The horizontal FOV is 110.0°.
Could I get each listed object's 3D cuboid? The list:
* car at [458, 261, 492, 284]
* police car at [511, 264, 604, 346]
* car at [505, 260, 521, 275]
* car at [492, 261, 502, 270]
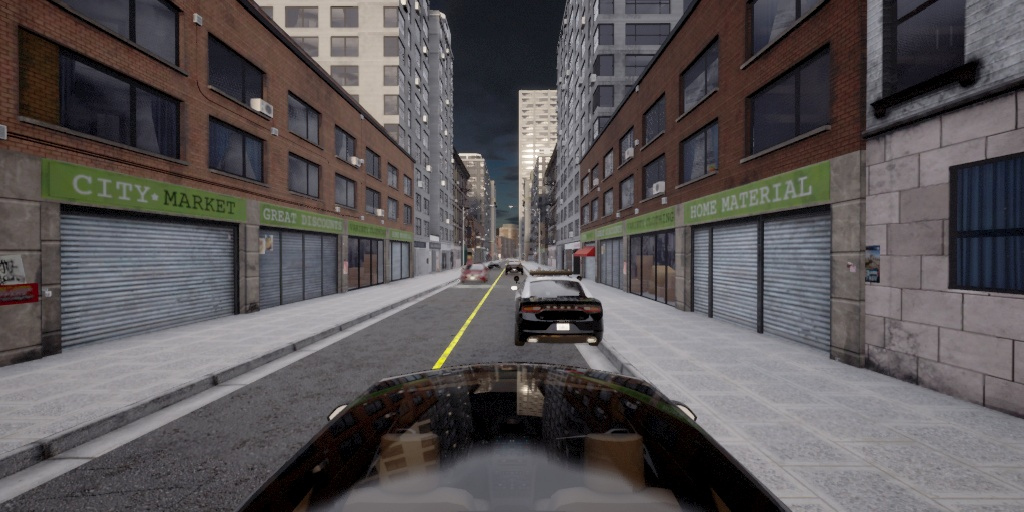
[{"bbox_3d":[-2.727,1.284,27.153,1.812,1.442,4.674,0,0,0],"label":"car"},{"bbox_3d":[1.005,1.176,9.557,1.930,1.638,5.238,0,0,0],"label":"police car"},{"bbox_3d":[0.258,1.248,38.884,1.882,1.535,5.008,0,0,0],"label":"car"},{"bbox_3d":[-2.505,1.392,53.338,1.895,1.301,4.718,0,0,0],"label":"car"}]
